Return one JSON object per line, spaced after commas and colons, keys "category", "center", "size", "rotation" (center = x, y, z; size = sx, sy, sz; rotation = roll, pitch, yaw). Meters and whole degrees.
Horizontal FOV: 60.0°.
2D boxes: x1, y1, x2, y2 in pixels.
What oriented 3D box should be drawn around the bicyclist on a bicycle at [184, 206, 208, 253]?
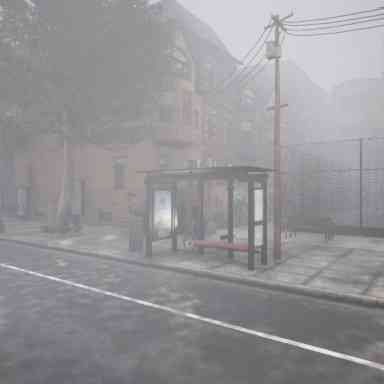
{"category": "bicyclist on a bicycle", "center": [0.194, 1.337, 11.932], "size": [0.582, 1.620, 1.656], "rotation": [-4, -5, 35]}
